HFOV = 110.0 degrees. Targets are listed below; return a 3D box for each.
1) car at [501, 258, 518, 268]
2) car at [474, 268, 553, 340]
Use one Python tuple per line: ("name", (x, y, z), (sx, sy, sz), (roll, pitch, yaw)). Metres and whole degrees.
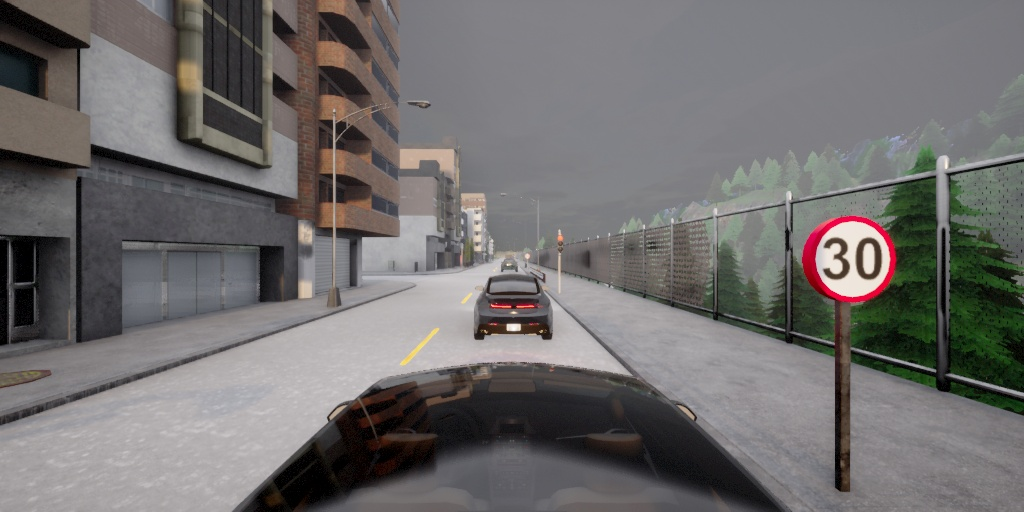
("car", (-0.335, 1.102, 45.845), (2.097, 1.767, 4.553), (0, 0, -1))
("car", (0.015, 1.255, 9.957), (1.837, 1.490, 4.892), (0, 0, 0))
